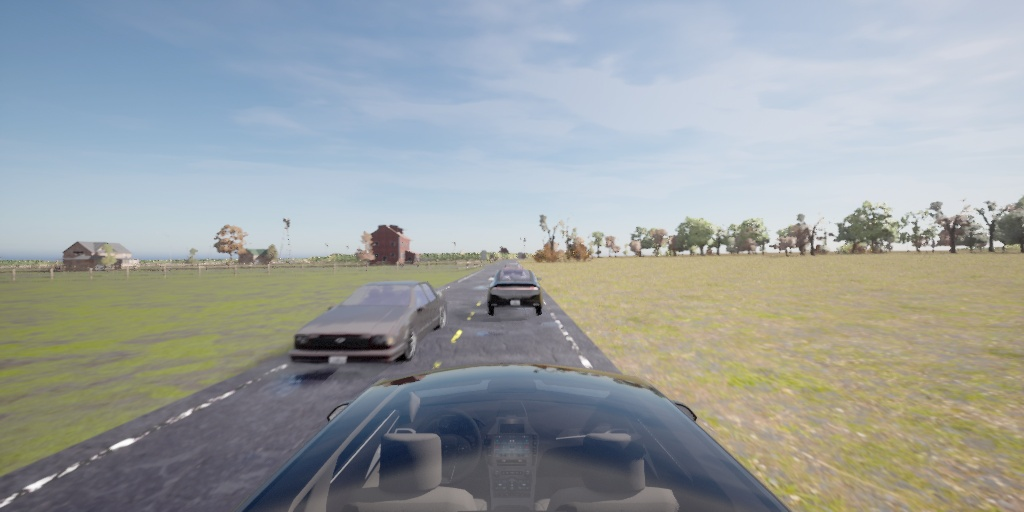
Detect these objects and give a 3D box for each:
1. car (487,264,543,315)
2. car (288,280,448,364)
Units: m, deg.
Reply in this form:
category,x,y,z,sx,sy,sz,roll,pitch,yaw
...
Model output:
category,x,y,z,sx,sy,sz,roll,pitch,yaw
car,0.105,1.238,13.599,2.128,1.511,4.902,0,0,0
car,-2.789,1.295,8.462,2.033,1.411,5.357,0,0,1
